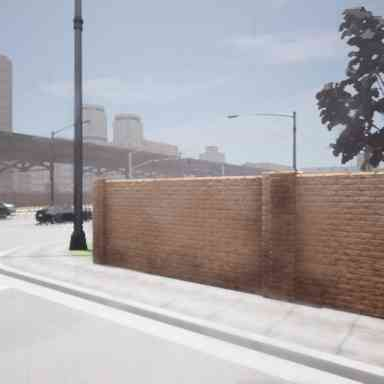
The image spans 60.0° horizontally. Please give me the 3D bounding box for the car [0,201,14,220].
[{"bbox_3d":[-16.904,1.345,25.876,2.097,1.767,4.553,0,0,36],"label":"car"}]

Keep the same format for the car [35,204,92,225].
[{"bbox_3d":[-9.147,1.558,24.310,1.994,1.385,4.181,0,0,36],"label":"car"}]

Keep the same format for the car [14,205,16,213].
[{"bbox_3d":[-18.327,1.518,29.840,1.812,1.442,4.674,0,0,36],"label":"car"}]
